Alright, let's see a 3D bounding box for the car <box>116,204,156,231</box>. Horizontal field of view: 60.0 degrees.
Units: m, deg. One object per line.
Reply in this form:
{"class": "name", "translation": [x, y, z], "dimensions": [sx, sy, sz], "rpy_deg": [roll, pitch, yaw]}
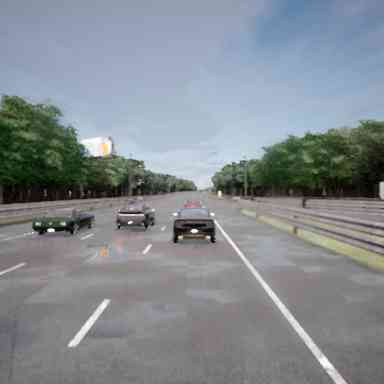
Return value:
{"class": "car", "translation": [-3.399, 1.486, 20.726], "dimensions": [2.128, 1.511, 4.902], "rpy_deg": [0, 0, 0]}

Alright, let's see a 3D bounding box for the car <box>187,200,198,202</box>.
{"class": "car", "translation": [0.101, 1.585, 37.631], "dimensions": [1.994, 1.385, 4.181], "rpy_deg": [0, 0, 0]}

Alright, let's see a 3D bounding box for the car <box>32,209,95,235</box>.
{"class": "car", "translation": [-6.898, 1.594, 18.525], "dimensions": [1.895, 1.301, 4.718], "rpy_deg": [0, 0, 0]}

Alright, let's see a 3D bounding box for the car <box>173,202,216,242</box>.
{"class": "car", "translation": [0.101, 1.470, 16.329], "dimensions": [1.882, 1.535, 5.008], "rpy_deg": [0, 0, 0]}
